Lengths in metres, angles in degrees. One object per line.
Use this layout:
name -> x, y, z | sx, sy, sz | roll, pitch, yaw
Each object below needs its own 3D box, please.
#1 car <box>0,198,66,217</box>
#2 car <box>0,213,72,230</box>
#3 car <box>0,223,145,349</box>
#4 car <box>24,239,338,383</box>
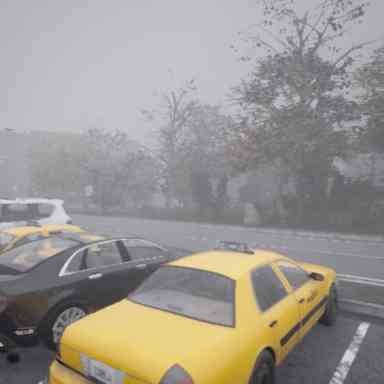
car -> -6.164, 1.230, 9.512 | 2.435, 2.045, 5.566 | 0, 0, 36
car -> -3.995, 1.478, 7.771 | 1.946, 1.575, 5.366 | 0, 0, 36
car -> -1.631, 1.482, 6.304 | 2.231, 1.521, 4.892 | 0, 0, 36
car -> 0.739, 1.477, 4.848 | 1.946, 1.575, 5.366 | 0, 0, 36
